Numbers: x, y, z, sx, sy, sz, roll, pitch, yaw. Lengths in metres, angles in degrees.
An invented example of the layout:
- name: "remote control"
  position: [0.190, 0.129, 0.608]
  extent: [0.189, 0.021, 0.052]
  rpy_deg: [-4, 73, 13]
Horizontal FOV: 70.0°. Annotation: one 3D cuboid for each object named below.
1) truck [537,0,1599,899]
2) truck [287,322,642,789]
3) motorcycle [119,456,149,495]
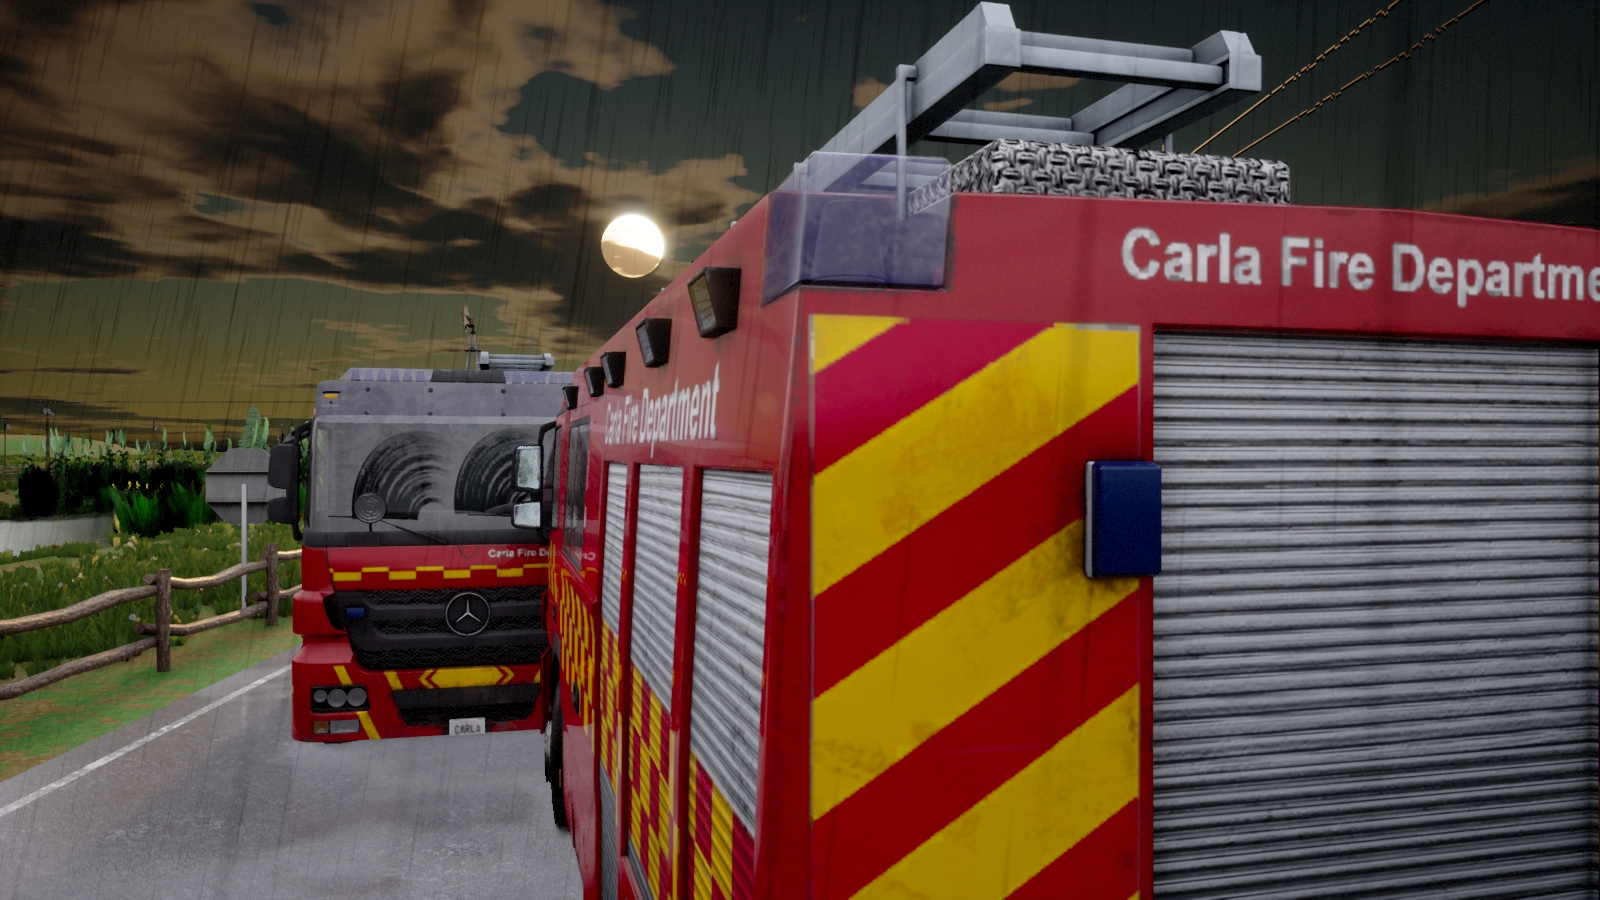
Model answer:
- name: "truck"
  position: [0.090, 0.867, 6.870]
  extent: [2.891, 3.827, 8.468]
  rpy_deg: [0, 0, -15]
- name: "truck"
  position: [-3.924, 0.862, 13.828]
  extent: [2.891, 3.827, 8.468]
  rpy_deg: [0, 0, -15]
- name: "motorcycle"
  position: [-41.412, 1.577, 71.097]
  extent: [0.803, 2.348, 2.033]
  rpy_deg: [0, 0, -4]
